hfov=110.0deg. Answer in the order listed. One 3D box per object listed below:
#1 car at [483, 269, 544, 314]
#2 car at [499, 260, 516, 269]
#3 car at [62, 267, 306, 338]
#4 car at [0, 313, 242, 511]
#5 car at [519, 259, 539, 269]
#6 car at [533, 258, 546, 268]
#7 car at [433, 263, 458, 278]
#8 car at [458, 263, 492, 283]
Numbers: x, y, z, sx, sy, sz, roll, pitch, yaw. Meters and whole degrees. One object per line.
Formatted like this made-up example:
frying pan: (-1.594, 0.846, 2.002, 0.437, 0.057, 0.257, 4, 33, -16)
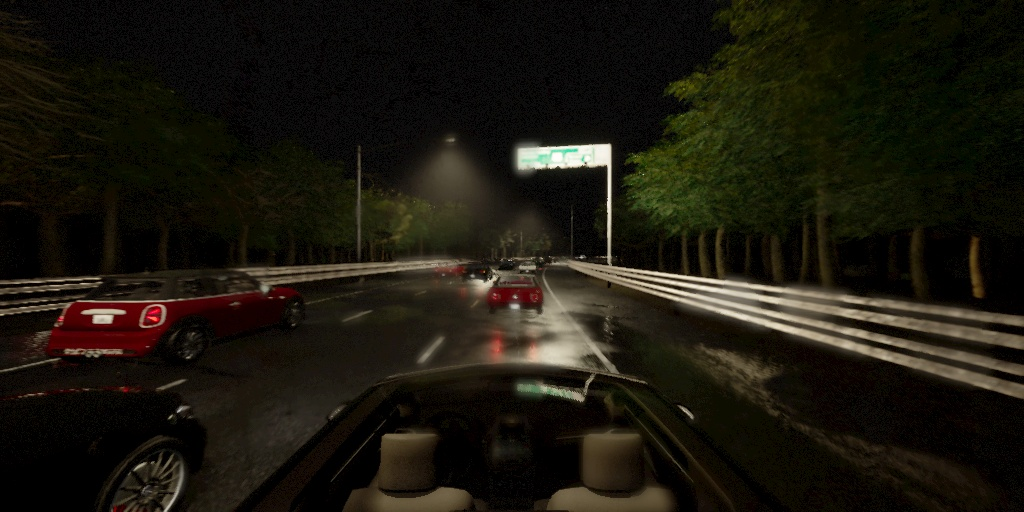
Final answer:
car: (0.189, 1.351, 13.764, 1.895, 1.301, 4.718, 0, 0, 2)
car: (-0.606, 1.294, 50.424, 1.994, 1.385, 4.181, 0, 0, 7)
car: (-6.832, 1.087, 8.147, 2.097, 1.767, 4.553, 0, 0, 1)
car: (-3.431, 1.267, 0.972, 1.812, 1.442, 4.674, 0, 0, 0)
car: (1.844, 1.343, 40.836, 1.895, 1.301, 4.718, 0, 0, 5)
car: (4.338, 1.083, 62.154, 2.097, 1.767, 4.553, 0, 0, 8)
car: (-5.785, 1.330, 33.502, 1.895, 1.301, 4.718, 0, 0, 4)
car: (-2.598, 1.265, 27.777, 1.812, 1.442, 4.674, 0, 0, 4)
